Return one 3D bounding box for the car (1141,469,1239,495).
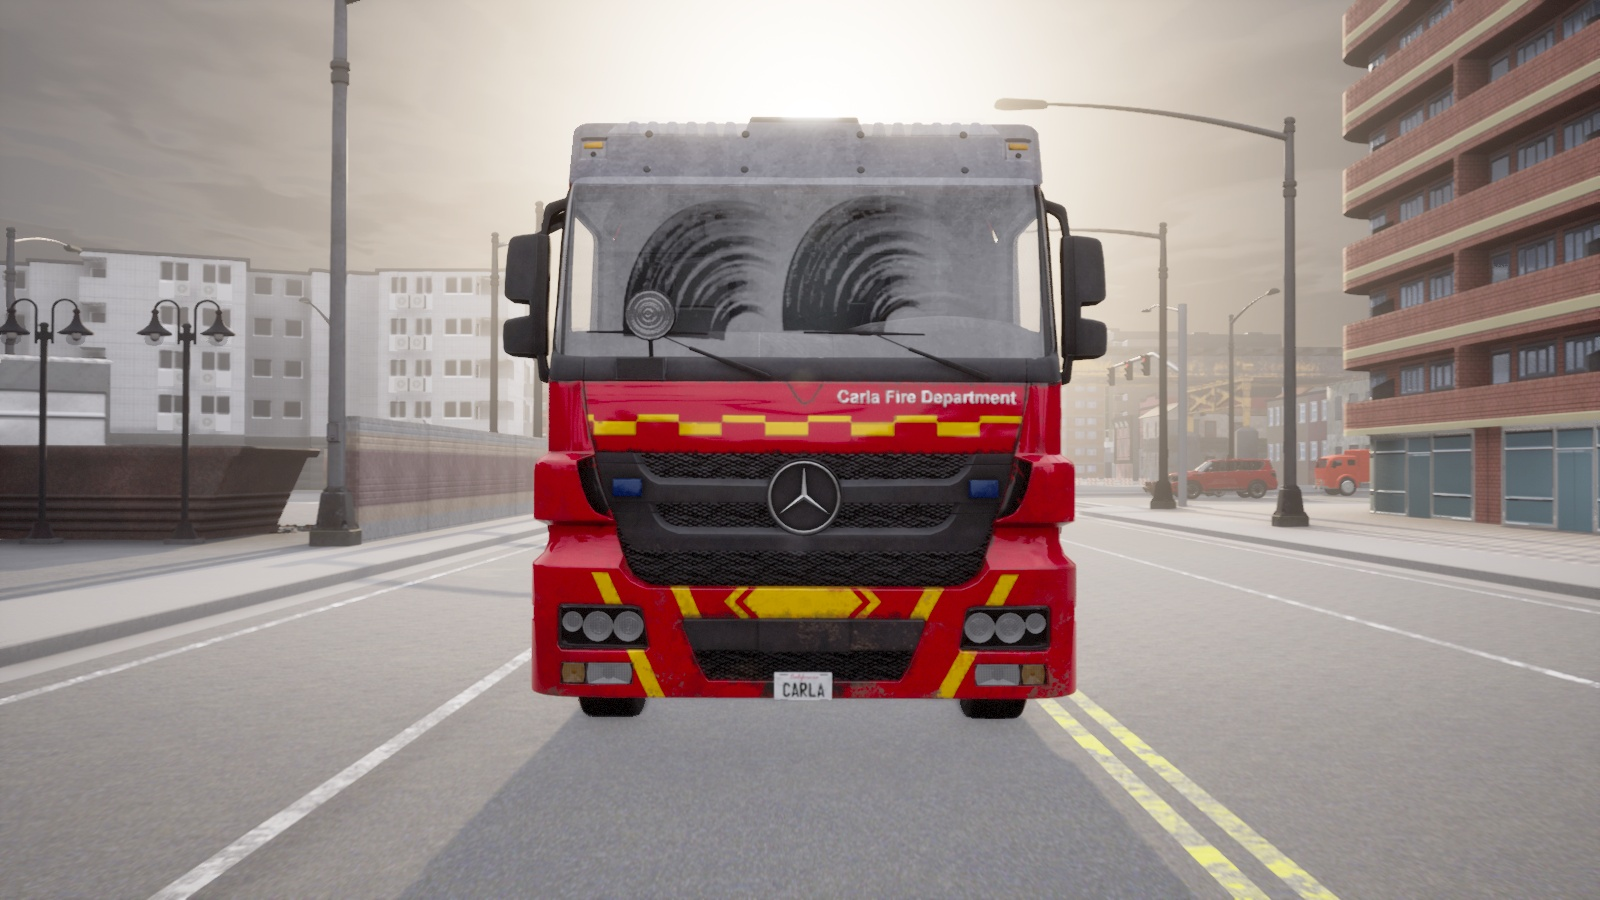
[{"bbox_3d":[21.051,1.730,67.875,4.718,1.301,1.895,-1,-1,1],"label":"car"}]

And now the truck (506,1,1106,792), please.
[{"bbox_3d":[0.031,-0.195,10.320,2.891,3.827,8.468,0,-1,0],"label":"truck"}]

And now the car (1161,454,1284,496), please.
[{"bbox_3d":[21.587,1.282,64.356,5.566,2.045,2.150,-1,-1,1],"label":"car"}]

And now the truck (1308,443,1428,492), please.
[{"bbox_3d":[30.555,0.963,67.674,5.204,2.467,2.627,-1,-1,1],"label":"truck"}]
